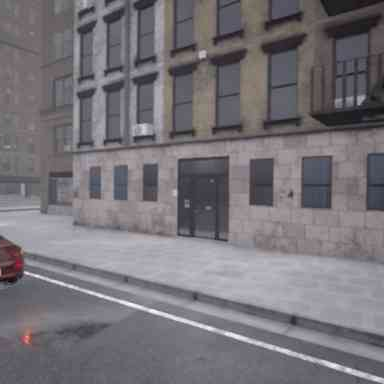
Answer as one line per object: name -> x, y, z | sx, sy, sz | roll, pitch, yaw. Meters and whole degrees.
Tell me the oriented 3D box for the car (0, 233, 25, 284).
car -> -5.718, 1.368, 7.770 | 4.674, 1.442, 1.812 | 1, 1, 36
